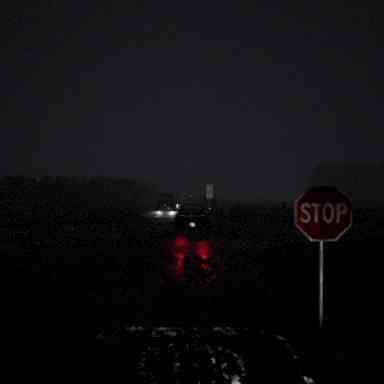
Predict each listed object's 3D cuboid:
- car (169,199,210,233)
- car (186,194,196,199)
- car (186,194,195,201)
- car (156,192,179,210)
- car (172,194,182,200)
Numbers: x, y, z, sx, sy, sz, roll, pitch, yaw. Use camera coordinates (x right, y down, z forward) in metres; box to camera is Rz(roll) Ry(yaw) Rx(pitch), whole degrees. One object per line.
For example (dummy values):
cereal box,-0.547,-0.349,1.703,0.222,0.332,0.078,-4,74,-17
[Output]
car,0.026,1.418,19.341,2.128,1.511,4.902,0,0,0
car,-0.270,1.343,65.834,2.033,1.411,5.357,0,0,0
car,-0.312,1.154,76.252,2.128,1.511,4.902,0,0,0
car,-3.004,1.070,39.534,2.150,2.045,5.566,0,0,0
car,-3.036,0.998,69.960,1.895,1.301,4.718,0,0,0
